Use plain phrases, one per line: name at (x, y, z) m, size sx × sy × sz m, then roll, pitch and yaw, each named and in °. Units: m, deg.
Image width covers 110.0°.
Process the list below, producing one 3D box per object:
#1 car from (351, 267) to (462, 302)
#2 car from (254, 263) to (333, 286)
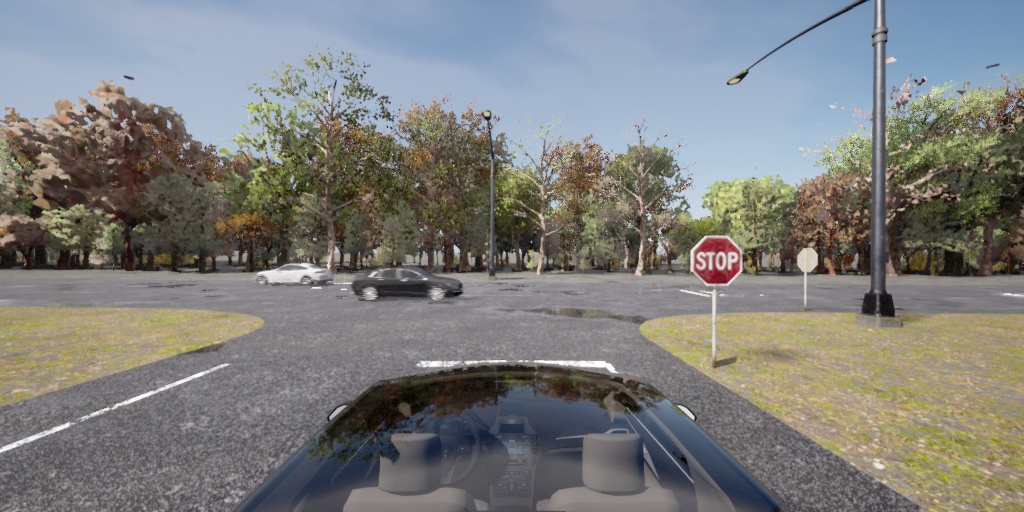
car at (-4.715, 1.250, 16.314) m, size 4.892 × 1.490 × 1.837 m, roll 0°, pitch 0°, yaw 0°
car at (-14.202, 1.191, 23.443) m, size 4.674 × 1.442 × 1.812 m, roll 0°, pitch 0°, yaw 1°
